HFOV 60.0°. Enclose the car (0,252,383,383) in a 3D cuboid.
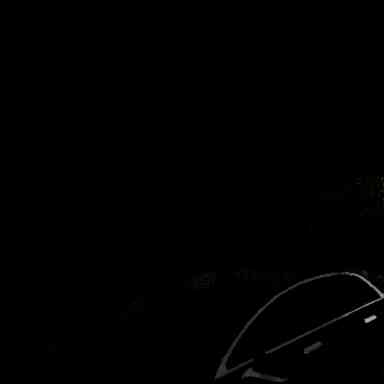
[{"bbox_3d":[0.540,1.505,3.503,4.892,1.490,1.837,0,0,-36],"label":"car"}]
